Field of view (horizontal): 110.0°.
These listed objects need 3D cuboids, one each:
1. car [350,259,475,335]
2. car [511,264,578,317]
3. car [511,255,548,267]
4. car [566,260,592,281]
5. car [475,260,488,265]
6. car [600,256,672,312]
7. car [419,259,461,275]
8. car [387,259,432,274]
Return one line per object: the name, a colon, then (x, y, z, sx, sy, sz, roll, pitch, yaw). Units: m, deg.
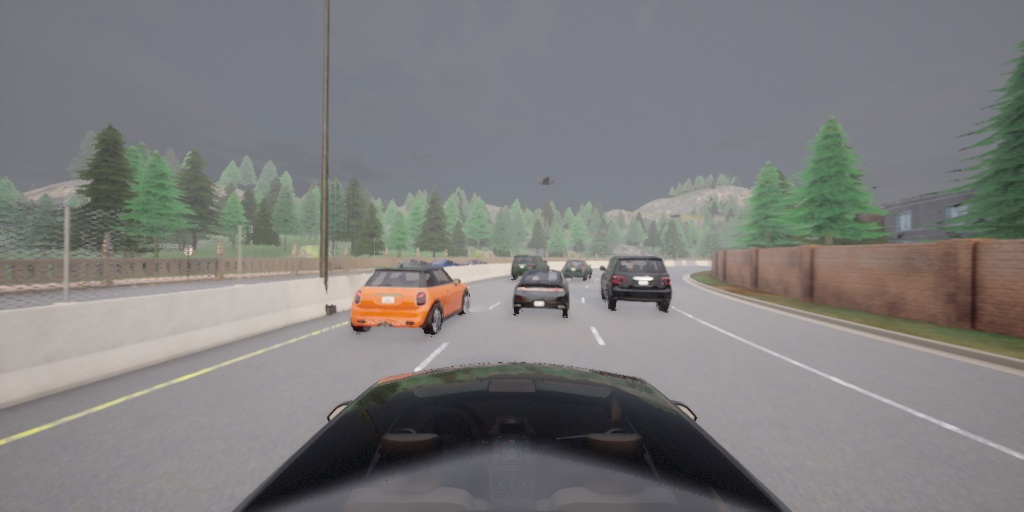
car: (-2.685, 1.052, 10.548, 2.097, 1.767, 4.553, 1, 0, 6)
car: (1.183, 1.234, 13.271, 2.128, 1.511, 4.902, 1, 0, 8)
car: (1.598, 0.937, 29.936, 2.150, 2.045, 5.566, 1, 0, 18)
car: (5.592, 1.115, 30.591, 2.097, 1.767, 4.553, 1, 0, 19)
car: (-3.866, 1.130, 35.998, 2.128, 1.511, 4.902, 1, 0, 21)
car: (4.927, 1.007, 14.850, 2.150, 2.045, 5.566, 1, 0, 10)
car: (-7.255, 1.071, 36.909, 1.882, 1.535, 5.008, 1, 0, 20)
car: (-10.673, 1.042, 37.733, 2.128, 1.511, 4.902, 1, 0, 20)
